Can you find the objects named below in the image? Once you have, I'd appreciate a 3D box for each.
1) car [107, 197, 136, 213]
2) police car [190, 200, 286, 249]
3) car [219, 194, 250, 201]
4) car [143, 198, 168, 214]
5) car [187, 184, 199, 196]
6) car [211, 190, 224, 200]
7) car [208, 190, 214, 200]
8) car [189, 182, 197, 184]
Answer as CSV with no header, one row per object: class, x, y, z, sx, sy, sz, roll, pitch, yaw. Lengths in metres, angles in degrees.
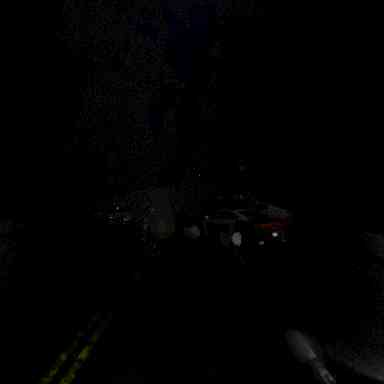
car,-6.524,1.174,31.149,1.994,1.385,4.181,0,2,0
police car,1.722,1.376,14.684,1.930,1.638,5.238,0,1,-32
car,3.306,1.252,23.411,2.033,1.649,4.856,0,1,0
car,-3.278,1.240,30.240,1.895,1.301,4.718,0,2,0
car,0.153,-0.060,57.285,1.812,1.442,4.674,0,3,1
car,3.332,0.968,34.396,1.882,1.535,5.008,0,2,0
car,3.358,0.494,45.384,1.837,1.490,4.892,0,3,0
car,0.184,-1.308,77.547,2.150,2.045,5.566,0,3,0
